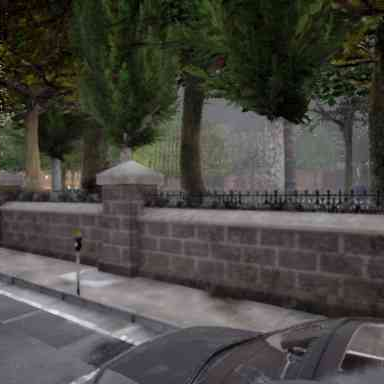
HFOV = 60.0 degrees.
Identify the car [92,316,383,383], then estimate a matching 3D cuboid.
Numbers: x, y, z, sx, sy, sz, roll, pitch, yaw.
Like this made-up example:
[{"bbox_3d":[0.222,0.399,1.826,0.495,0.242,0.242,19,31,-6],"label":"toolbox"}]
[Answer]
[{"bbox_3d":[1.130,1.550,2.017,4.403,1.369,2.008,0,0,36],"label":"car"}]
